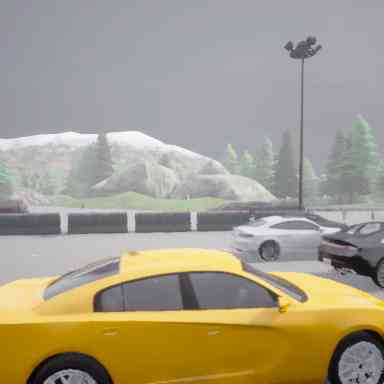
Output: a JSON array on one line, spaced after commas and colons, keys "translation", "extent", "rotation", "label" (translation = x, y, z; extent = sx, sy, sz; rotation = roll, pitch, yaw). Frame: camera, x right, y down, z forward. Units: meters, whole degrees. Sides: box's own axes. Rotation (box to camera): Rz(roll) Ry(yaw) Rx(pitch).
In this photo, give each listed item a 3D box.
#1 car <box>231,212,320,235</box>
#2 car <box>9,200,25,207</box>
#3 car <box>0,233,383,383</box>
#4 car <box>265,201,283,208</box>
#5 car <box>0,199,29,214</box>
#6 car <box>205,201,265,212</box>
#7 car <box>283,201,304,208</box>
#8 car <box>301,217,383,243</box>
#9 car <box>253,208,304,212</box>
[{"translation": [3.655, 1.590, 12.023], "extent": [4.674, 1.442, 1.812], "rotation": [0, 0, -10], "label": "car"}, {"translation": [-40.696, 2.813, 77.533], "extent": [1.812, 1.442, 4.674], "rotation": [1, -4, -10], "label": "car"}, {"translation": [0.096, 1.498, 4.247], "extent": [5.008, 1.535, 1.882], "rotation": [0, 0, -10], "label": "car"}, {"translation": [6.323, 1.720, 34.077], "extent": [4.892, 1.490, 1.837], "rotation": [0, -1, -10], "label": "car"}, {"translation": [-18.820, 1.532, 32.989], "extent": [4.553, 1.767, 2.097], "rotation": [0, 0, -10], "label": "car"}, {"translation": [3.589, 1.665, 30.005], "extent": [5.008, 1.535, 1.882], "rotation": [0, 0, -10], "label": "car"}, {"translation": [10.743, 1.781, 38.919], "extent": [4.674, 1.442, 1.812], "rotation": [0, 0, -5], "label": "car"}, {"translation": [5.787, 1.538, 8.858], "extent": [4.902, 1.511, 2.128], "rotation": [0, 0, -10], "label": "car"}, {"translation": [5.378, 1.657, 15.901], "extent": [4.181, 1.385, 1.994], "rotation": [0, 0, -10], "label": "car"}]
